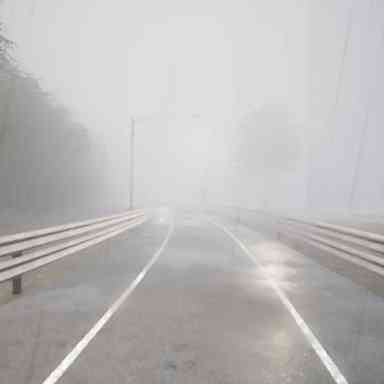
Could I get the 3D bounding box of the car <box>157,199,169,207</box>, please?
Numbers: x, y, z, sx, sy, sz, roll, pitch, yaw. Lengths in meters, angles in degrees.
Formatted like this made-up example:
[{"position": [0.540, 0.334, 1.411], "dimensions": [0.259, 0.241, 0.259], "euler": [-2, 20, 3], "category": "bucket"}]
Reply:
[{"position": [-5.708, 2.014, 61.635], "dimensions": [2.033, 1.411, 5.357], "euler": [1, -1, -17], "category": "car"}]
